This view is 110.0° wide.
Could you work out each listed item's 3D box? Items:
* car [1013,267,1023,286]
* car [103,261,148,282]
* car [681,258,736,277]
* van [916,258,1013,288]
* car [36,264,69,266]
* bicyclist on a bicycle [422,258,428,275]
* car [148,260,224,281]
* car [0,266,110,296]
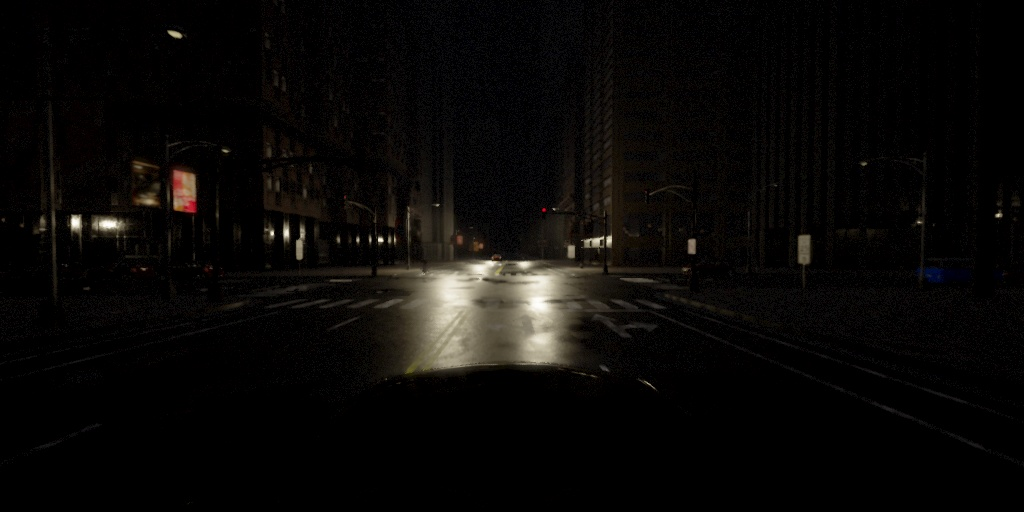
[{"bbox_3d":[32.956,1.245,22.050,4.207,1.307,1.802,0,0,0],"label":"car"},{"bbox_3d":[-30.158,1.098,27.527,4.097,1.591,1.967,0,0,0],"label":"car"},{"bbox_3d":[16.677,0.959,30.663,4.097,1.591,1.967,0,0,0],"label":"car"},{"bbox_3d":[27.514,1.010,22.080,3.998,1.789,1.690,0,0,0],"label":"van"},{"bbox_3d":[-35.583,1.259,27.524,4.207,1.307,1.802,0,0,0],"label":"car"},{"bbox_3d":[-8.754,1.034,35.951,0.582,1.620,1.656,0,1,0],"label":"bicyclist on a bicycle"},{"bbox_3d":[-24.733,1.079,27.531,4.097,1.591,1.967,0,0,0],"label":"car"},{"bbox_3d":[-24.729,1.367,19.008,4.313,1.339,1.948,0,0,0],"label":"car"}]
